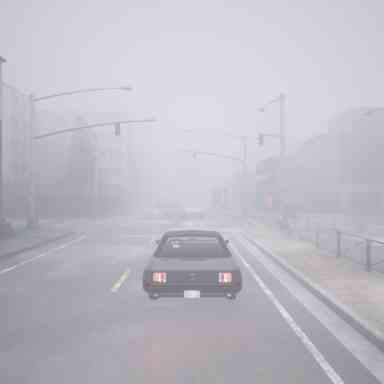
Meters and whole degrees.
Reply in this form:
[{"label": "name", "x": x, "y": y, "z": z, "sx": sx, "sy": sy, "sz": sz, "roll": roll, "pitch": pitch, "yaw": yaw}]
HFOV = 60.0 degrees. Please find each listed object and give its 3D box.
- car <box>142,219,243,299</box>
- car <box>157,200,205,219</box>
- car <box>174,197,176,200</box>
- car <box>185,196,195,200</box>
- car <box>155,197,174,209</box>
[{"label": "car", "x": 0.012, "y": 1.601, "z": 8.367, "sx": 1.895, "sy": 1.301, "sz": 4.718, "roll": 0, "pitch": 0, "yaw": 0}, {"label": "car", "x": -0.811, "y": 1.643, "z": 28.616, "sx": 1.812, "sy": 1.442, "sz": 4.674, "roll": 0, "pitch": 0, "yaw": -35}, {"label": "car", "x": -3.964, "y": 1.601, "z": 62.950, "sx": 1.895, "sy": 1.301, "sz": 4.718, "roll": 0, "pitch": 0, "yaw": 0}, {"label": "car", "x": -0.433, "y": 1.491, "z": 66.649, "sx": 2.128, "sy": 1.511, "sz": 4.902, "roll": 0, "pitch": 0, "yaw": 0}, {"label": "car", "x": -3.889, "y": 1.505, "z": 44.848, "sx": 1.837, "sy": 1.490, "sz": 4.892, "roll": 0, "pitch": 0, "yaw": 0}]
